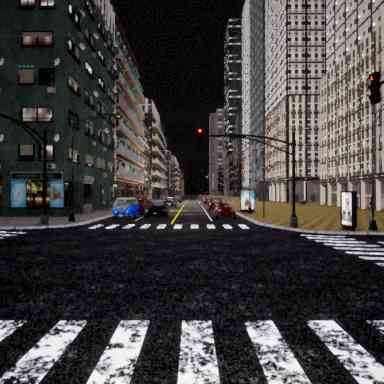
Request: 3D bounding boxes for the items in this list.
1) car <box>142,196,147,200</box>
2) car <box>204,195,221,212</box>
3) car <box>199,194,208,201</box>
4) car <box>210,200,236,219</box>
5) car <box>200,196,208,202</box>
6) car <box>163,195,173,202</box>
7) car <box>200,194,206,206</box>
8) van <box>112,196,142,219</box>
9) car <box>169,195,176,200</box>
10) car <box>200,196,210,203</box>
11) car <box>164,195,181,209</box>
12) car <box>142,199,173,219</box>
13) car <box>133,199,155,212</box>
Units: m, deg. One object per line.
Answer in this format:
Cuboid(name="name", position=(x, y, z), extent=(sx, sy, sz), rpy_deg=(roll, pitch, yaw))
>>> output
Cuboid(name="car", position=(-5.626, 1.327, 33.962), extent=(2.192, 1.841, 5.009), rpy_deg=(0, 0, 0))
Cuboid(name="car", position=(2.764, 1.456, 39.475), extent=(1.967, 1.590, 4.097), rpy_deg=(0, 0, 0))
Cuboid(name="car", position=(2.838, 1.373, 83.695), extent=(2.192, 1.841, 5.009), rpy_deg=(0, 0, 0))
Cuboid(name="car", position=(2.744, 1.592, 28.419), extent=(1.802, 1.307, 4.206), rpy_deg=(0, 0, 0))
Cuboid(name="car", position=(2.827, 1.634, 78.167), extent=(1.802, 1.307, 4.206), rpy_deg=(0, 0, 0))
Cuboid(name="car", position=(-5.553, 1.492, 78.182), extent=(1.967, 1.590, 4.097), rpy_deg=(0, 0, 0))
Cuboid(name="car", position=(2.791, 1.468, 56.057), extent=(1.967, 1.590, 4.097), rpy_deg=(0, 0, 0))
Cuboid(name="van", position=(-5.635, 1.351, 28.434), extent=(1.690, 1.788, 3.998), rpy_deg=(0, 0, 0))
Cuboid(name="car", position=(-5.526, 1.639, 94.765), extent=(1.947, 1.339, 4.313), rpy_deg=(0, 0, 0))
Cuboid(name="car", position=(2.818, 1.590, 72.640), extent=(1.887, 1.381, 4.507), rpy_deg=(0, 0, 0))
Cuboid(name="car", position=(-3.019, 1.511, 45.951), extent=(2.128, 1.511, 4.902), rpy_deg=(0, 0, 0))
Cuboid(name="car", position=(-3.051, 1.574, 29.455), extent=(1.994, 1.385, 4.181), rpy_deg=(0, 0, 0))
Cuboid(name="car", position=(-5.618, 1.560, 39.490), extent=(1.887, 1.381, 4.507), rpy_deg=(0, 0, 0))
